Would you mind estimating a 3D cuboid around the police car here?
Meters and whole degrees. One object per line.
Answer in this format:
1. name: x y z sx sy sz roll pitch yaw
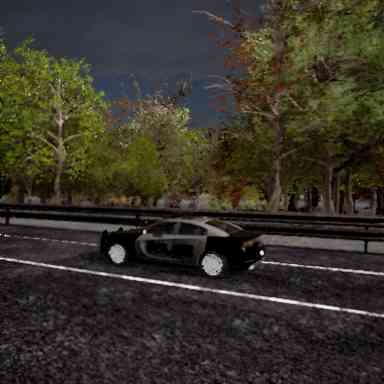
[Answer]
1. police car: -0.449 1.401 10.008 5.238 1.638 1.930 0 0 26
